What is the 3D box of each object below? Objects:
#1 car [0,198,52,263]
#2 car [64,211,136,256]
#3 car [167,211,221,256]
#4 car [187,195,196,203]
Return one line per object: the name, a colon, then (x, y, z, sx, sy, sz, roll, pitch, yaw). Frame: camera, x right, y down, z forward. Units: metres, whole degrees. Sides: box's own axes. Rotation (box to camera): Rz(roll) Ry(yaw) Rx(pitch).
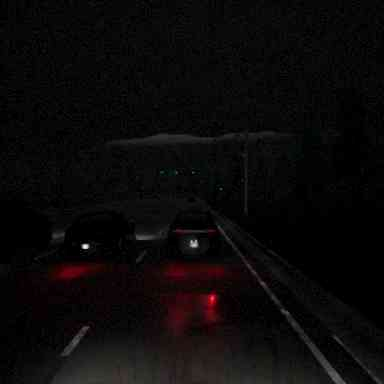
car: (-6.935, 1.226, 11.586, 2.150, 2.045, 5.566, 0, 0, 0)
car: (-3.433, 1.508, 13.149, 1.837, 1.490, 4.892, 0, 0, 0)
car: (0.067, 1.495, 13.150, 2.128, 1.511, 4.902, 0, 0, 0)
car: (-0.101, 1.618, 68.524, 1.895, 1.301, 4.718, 0, 0, 0)
